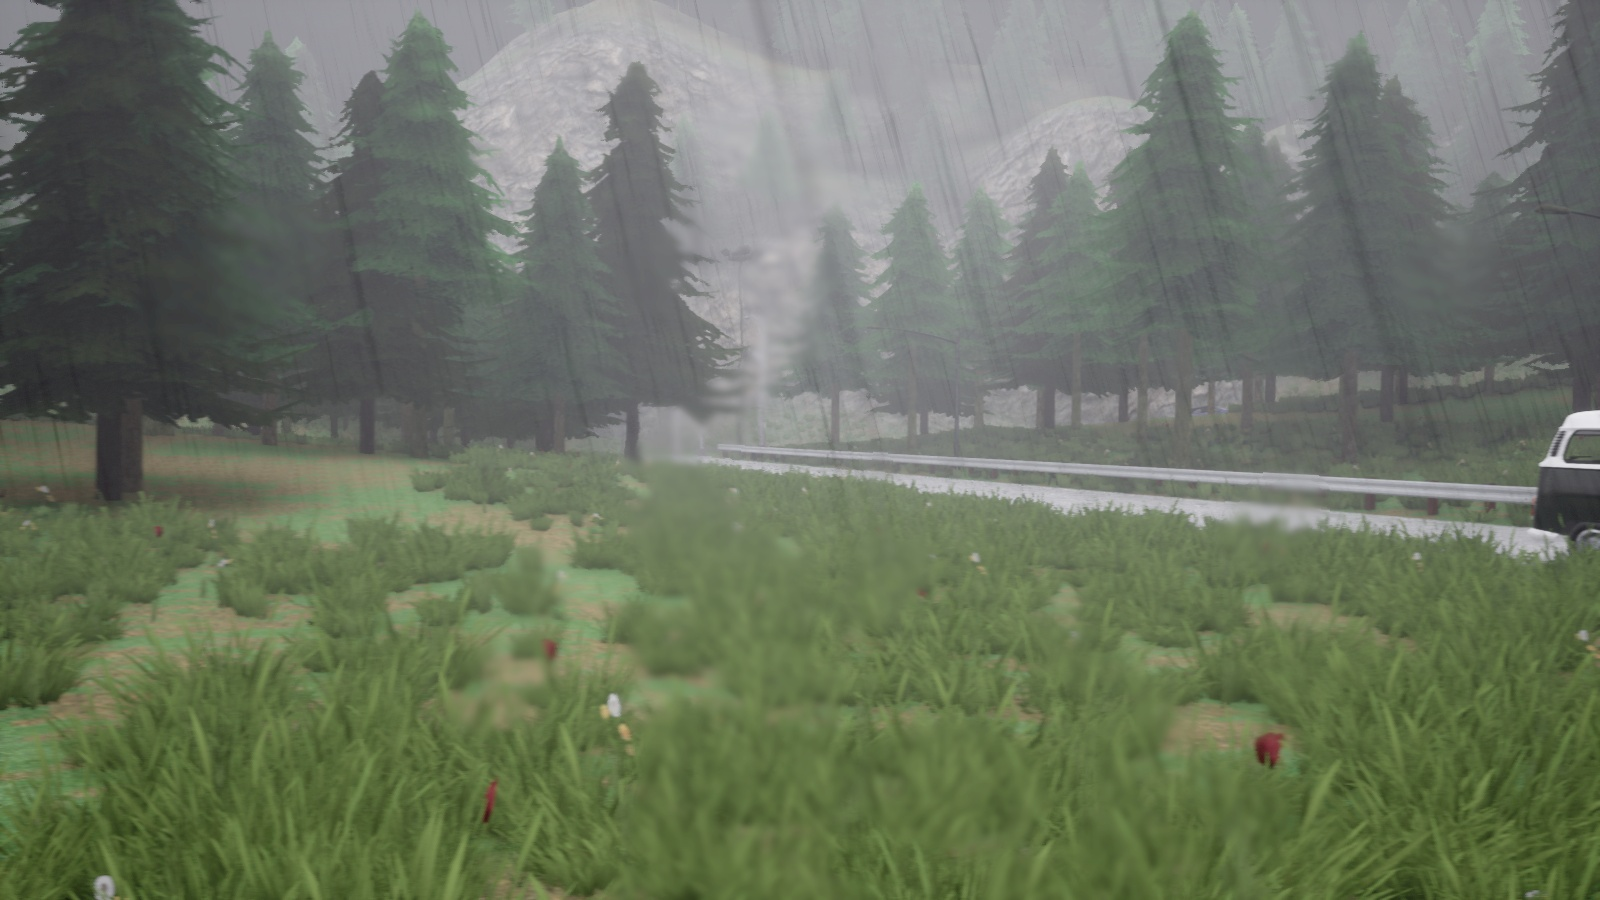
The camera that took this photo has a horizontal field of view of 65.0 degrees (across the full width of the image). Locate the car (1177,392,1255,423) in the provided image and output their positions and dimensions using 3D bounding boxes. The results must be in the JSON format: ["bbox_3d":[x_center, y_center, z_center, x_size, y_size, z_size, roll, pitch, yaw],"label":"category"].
[{"bbox_3d":[25.786,-2.609,77.897,4.193,1.474,1.816,-6,-2,31],"label":"car"}]

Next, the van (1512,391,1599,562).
[{"bbox_3d":[10.880,0.310,14.350,2.069,2.038,4.480,-1,1,-21],"label":"van"}]
